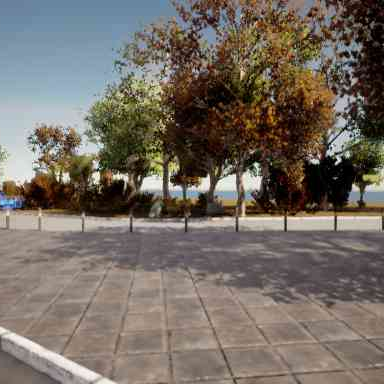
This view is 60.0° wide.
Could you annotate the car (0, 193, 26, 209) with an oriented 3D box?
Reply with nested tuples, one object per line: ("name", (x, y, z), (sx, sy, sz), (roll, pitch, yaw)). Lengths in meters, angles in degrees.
("car", (-20.975, 1.204, 37.520), (2.185, 1.767, 4.553), (1, 1, 34))
